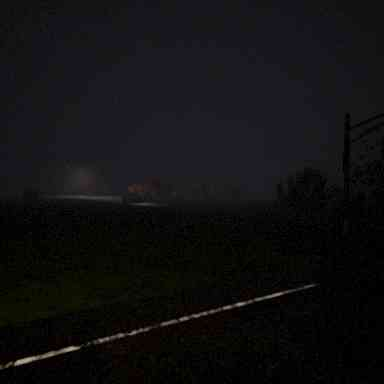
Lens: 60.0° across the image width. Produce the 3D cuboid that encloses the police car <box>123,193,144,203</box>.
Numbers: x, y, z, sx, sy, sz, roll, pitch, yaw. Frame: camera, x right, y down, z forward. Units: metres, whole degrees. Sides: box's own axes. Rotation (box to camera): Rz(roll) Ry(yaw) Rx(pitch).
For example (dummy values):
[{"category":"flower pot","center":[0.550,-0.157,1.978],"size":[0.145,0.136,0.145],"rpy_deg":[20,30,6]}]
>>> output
[{"category":"police car","center":[-9.053,0.913,51.729],"size":[2.038,1.542,4.974],"rpy_deg":[2,0,-32]}]
